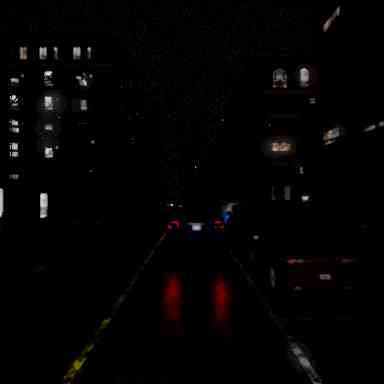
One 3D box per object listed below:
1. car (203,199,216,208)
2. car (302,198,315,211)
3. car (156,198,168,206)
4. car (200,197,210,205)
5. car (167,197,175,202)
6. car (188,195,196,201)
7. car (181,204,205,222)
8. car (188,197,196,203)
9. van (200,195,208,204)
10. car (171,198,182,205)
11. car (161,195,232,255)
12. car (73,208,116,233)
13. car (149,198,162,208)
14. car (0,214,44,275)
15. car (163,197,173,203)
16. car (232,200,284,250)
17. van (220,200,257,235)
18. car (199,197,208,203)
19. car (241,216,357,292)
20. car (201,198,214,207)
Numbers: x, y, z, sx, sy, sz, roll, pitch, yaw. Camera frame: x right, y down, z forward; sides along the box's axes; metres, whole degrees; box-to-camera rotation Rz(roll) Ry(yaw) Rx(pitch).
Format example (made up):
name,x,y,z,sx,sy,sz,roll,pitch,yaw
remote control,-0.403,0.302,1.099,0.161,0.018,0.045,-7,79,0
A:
name,x,y,z,sx,sy,sz,roll,pitch,yaw
car,2.666,1.802,52.377,1.802,1.307,4.206,0,0,0
car,15.745,1.196,39.523,5.009,1.841,2.192,-1,1,0
car,-5.719,1.836,63.434,1.947,1.339,4.313,0,0,0
car,2.660,1.842,68.948,1.887,1.381,4.507,0,0,0
car,-5.729,1.985,91.051,1.802,1.307,4.206,0,0,0
car,-0.032,1.595,91.809,2.097,1.767,4.553,0,0,0
car,0.091,1.716,28.318,1.895,1.301,4.718,0,0,0
car,-0.029,1.875,81.832,1.812,1.442,4.674,0,0,0
van,2.656,1.664,74.472,1.690,1.788,3.998,0,0,0
car,-3.030,1.844,66.708,1.994,1.385,4.181,0,0,0
car,0.100,1.276,13.663,2.150,2.045,5.566,0,0,-1
car,-5.704,1.662,19.981,1.802,1.307,4.206,0,0,0
car,-5.715,1.785,52.386,1.947,1.339,4.313,0,0,0
car,-5.701,1.475,8.926,1.967,1.590,4.097,0,0,0
car,-5.725,1.894,80.004,1.887,1.381,4.507,0,0,0
car,2.677,1.374,14.457,2.192,1.841,5.009,0,0,0
van,2.675,1.422,19.984,1.690,1.788,3.998,0,0,0
car,2.656,1.916,79.995,1.947,1.339,4.313,0,0,0
car,2.681,1.581,8.927,1.887,1.381,4.507,0,0,0
car,2.664,1.811,57.901,1.947,1.339,4.313,0,0,0
